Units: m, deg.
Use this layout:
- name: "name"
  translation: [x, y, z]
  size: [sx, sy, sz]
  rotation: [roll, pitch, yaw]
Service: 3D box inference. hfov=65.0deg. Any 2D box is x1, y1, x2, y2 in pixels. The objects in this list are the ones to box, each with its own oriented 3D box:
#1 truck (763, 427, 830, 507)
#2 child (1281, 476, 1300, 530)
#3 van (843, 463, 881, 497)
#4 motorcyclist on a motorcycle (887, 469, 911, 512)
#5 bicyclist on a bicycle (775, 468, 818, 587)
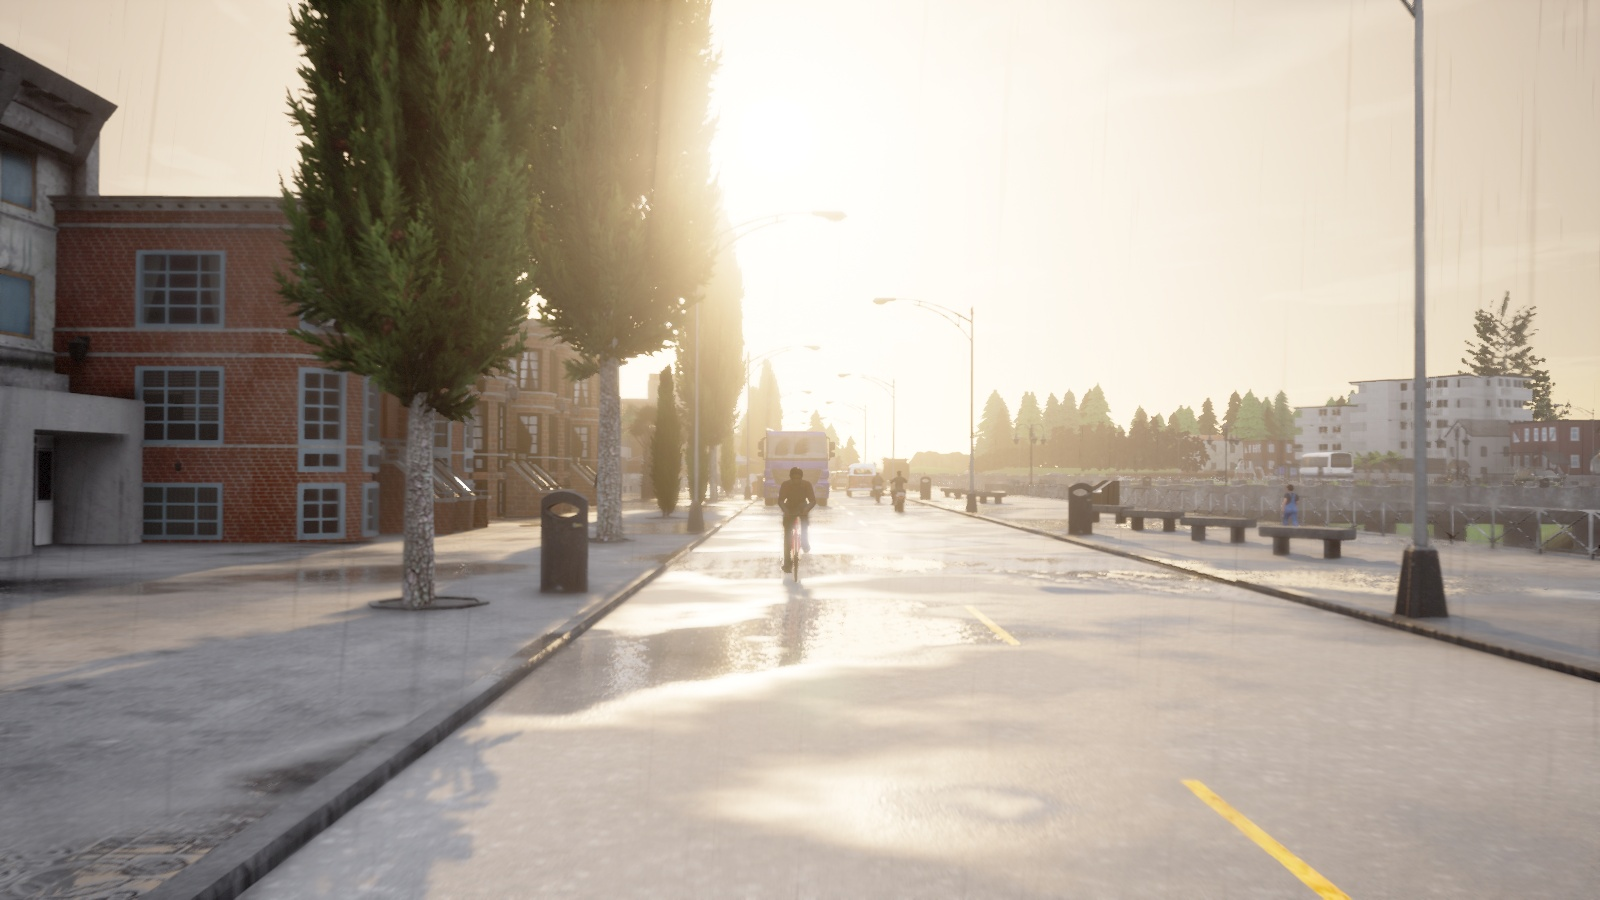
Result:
- name: "truck"
  translation: [-0.154, 0.806, 58.126]
  size: [2.891, 3.462, 7.936]
  rotation: [0, -1, 0]
- name: "child"
  translation: [11.714, 1.260, 29.993]
  size: [0.270, 1.263, 0.437]
  rotation: [0, -1, 1]
- name: "van"
  translation: [3.797, 1.824, 77.716]
  size: [2.069, 2.038, 4.480]
  rotation: [0, -1, 0]
- name: "motorcyclist on a motorcycle"
  translation: [3.871, 1.574, 49.258]
  size: [0.766, 1.649, 2.350]
  rotation: [0, -1, 0]
- name: "bicyclist on a bicycle"
  translation: [-0.047, 1.070, 18.038]
  size: [0.582, 1.620, 1.656]
  rotation: [0, -1, 0]
